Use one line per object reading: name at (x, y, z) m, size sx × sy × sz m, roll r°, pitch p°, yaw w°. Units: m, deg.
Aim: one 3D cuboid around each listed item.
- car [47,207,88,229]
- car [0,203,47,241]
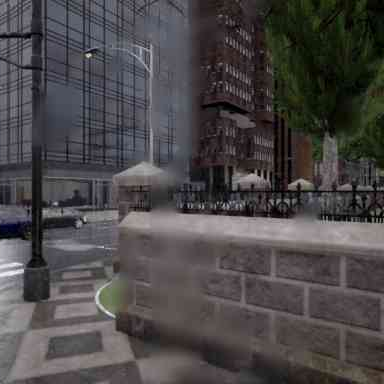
car at (-8.445, 1.632, 20.222) m, size 2.008 × 1.369 × 4.403 m, roll 0°, pitch -1°, yaw 36°
car at (-9.401, 1.400, 14.966) m, size 2.097 × 1.767 × 4.553 m, roll 0°, pitch -1°, yaw 41°
